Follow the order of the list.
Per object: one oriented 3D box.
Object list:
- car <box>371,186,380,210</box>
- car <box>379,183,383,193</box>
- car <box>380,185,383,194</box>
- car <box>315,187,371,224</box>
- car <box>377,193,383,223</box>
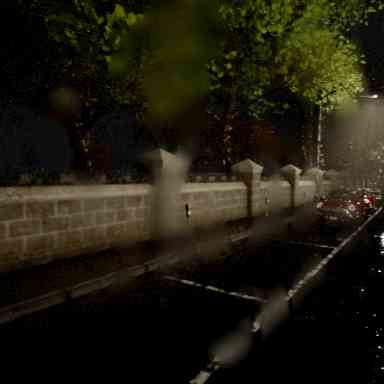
[{"bbox_3d":[10.797,0.442,21.780,1.967,1.590,4.097,4,4,33],"label":"car"},{"bbox_3d":[29.475,-0.560,49.913,2.008,1.369,4.403,4,4,33],"label":"car"},{"bbox_3d":[17.022,0.179,31.162,2.008,1.369,4.403,4,4,33],"label":"car"},{"bbox_3d":[7.685,0.628,17.095,1.967,1.590,4.097,4,4,33],"label":"car"},{"bbox_3d":[11.057,0.870,17.331,1.895,1.301,4.718,4,4,33],"label":"car"}]
